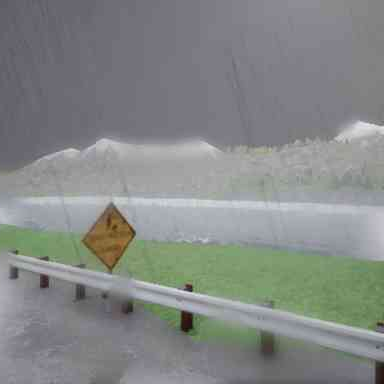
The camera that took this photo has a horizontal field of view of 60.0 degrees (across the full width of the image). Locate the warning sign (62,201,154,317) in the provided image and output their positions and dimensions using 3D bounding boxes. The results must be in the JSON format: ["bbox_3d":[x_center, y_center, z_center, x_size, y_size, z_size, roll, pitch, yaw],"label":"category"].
[{"bbox_3d":[-1.548,1.115,6.263,1.060,1.860,1.300,0,0,36],"label":"warning sign"}]
